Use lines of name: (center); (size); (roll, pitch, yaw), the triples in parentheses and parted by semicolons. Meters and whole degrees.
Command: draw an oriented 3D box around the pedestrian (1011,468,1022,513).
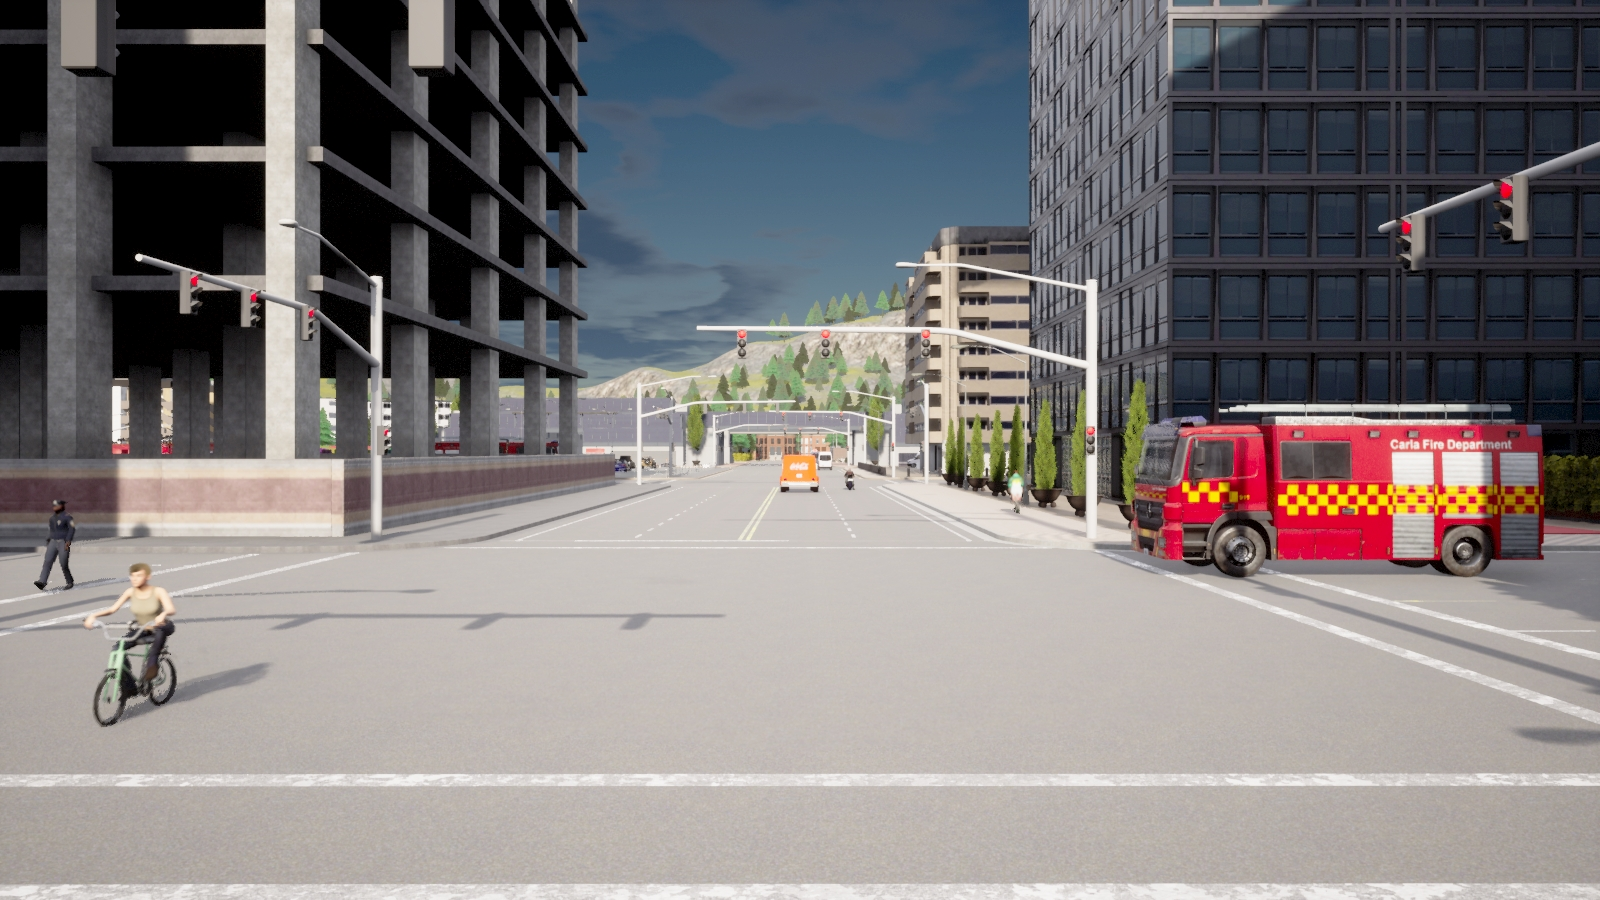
pedestrian: (9.037, 1.694, 47.669); (0.375, 1.860, 0.375); (0, 0, -1)

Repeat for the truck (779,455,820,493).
truck: (-0.023, 1.564, 76.782); (2.627, 2.467, 5.204); (0, 0, 0)

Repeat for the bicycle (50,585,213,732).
bicycle: (-7.013, 2.157, 12.080); (0.859, 1.276, 1.487); (0, 0, 0)

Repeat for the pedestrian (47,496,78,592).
pedestrian: (-14.561, 1.847, 22.559); (0.375, 1.860, 0.375); (0, 0, 1)

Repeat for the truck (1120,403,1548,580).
truck: (11.970, 0.889, 26.163); (8.468, 3.827, 2.891); (0, 0, -1)
